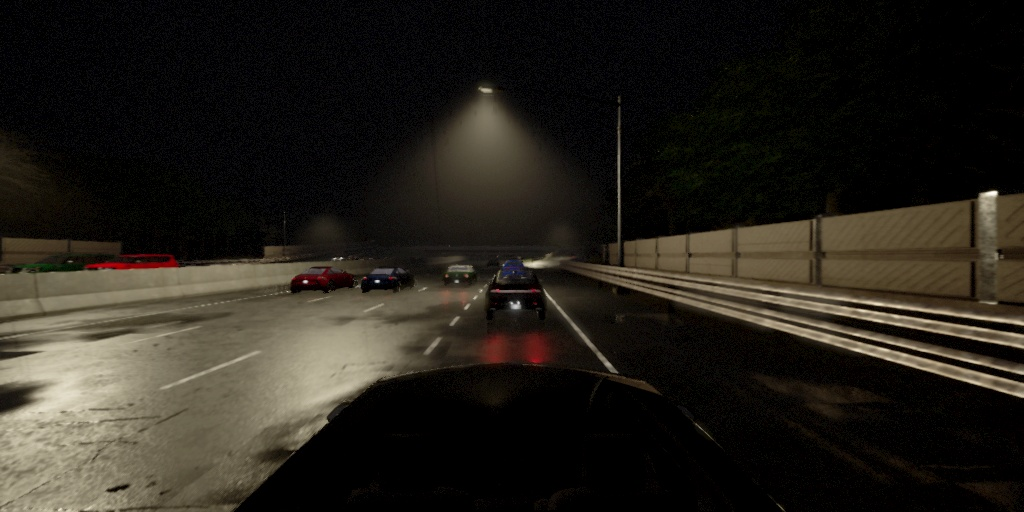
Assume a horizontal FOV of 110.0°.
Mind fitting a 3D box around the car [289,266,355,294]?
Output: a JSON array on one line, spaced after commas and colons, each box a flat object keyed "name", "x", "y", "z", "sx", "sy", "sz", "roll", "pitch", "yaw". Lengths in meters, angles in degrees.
[{"name": "car", "x": -10.359, "y": 1.260, "z": 20.005, "sx": 1.994, "sy": 1.385, "sz": 4.181, "roll": 0, "pitch": 0, "yaw": 0}]

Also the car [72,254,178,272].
[{"name": "car", "x": -27.977, "y": 0.897, "z": 26.588, "sx": 2.150, "sy": 2.045, "sz": 5.566, "roll": 0, "pitch": 0, "yaw": 1}]

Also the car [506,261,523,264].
[{"name": "car", "x": 0.196, "y": 1.137, "z": 30.810, "sx": 1.882, "sy": 1.535, "sz": 5.008, "roll": 0, "pitch": 0, "yaw": 0}]

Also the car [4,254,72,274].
[{"name": "car", "x": -31.491, "y": 0.901, "z": 25.467, "sx": 2.150, "sy": 2.045, "sz": 5.566, "roll": 0, "pitch": 0, "yaw": 1}]

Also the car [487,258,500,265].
[{"name": "car", "x": -3.233, "y": 1.115, "z": 62.929, "sx": 1.994, "sy": 1.385, "sz": 4.181, "roll": 0, "pitch": 0, "yaw": 0}]

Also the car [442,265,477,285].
[{"name": "car", "x": -3.441, "y": 1.281, "z": 24.738, "sx": 1.895, "sy": 1.301, "sz": 4.718, "roll": 0, "pitch": 0, "yaw": 0}]

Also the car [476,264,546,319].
[{"name": "car", "x": 0.118, "y": 1.213, "z": 12.563, "sx": 2.128, "sy": 1.511, "sz": 4.902, "roll": 0, "pitch": 0, "yaw": 0}]

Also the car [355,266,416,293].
[{"name": "car", "x": -6.858, "y": 1.259, "z": 20.288, "sx": 1.994, "sy": 1.385, "sz": 4.181, "roll": 0, "pitch": 0, "yaw": 0}]
